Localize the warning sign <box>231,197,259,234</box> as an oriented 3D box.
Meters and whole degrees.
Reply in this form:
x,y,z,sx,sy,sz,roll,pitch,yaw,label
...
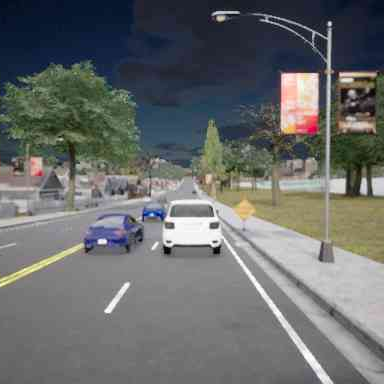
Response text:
x,y,z,sx,sy,sz,roll,pitch,yaw,label
2.887,1.271,18.319,1.300,1.860,1.060,2,2,0,warning sign

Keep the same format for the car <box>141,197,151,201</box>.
x,y,z,sx,sy,sz,roll,pitch,yaw,label
-9.752,1.730,71.781,1.812,1.442,4.674,0,1,0,car

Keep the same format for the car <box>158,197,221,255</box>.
x,y,z,sx,sy,sz,roll,pitch,yaw,label
0.001,1.336,14.037,2.150,2.045,5.566,0,0,0,car

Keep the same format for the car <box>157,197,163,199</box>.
x,y,z,sx,sy,sz,roll,pitch,yaw,label
-6.502,1.759,71.782,1.994,1.385,4.181,0,1,0,car

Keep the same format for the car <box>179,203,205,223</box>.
x,y,z,sx,sy,sz,roll,pitch,yaw,label
0.001,1.778,28.979,2.033,1.411,5.357,0,0,0,car

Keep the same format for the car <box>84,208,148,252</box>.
x,y,z,sx,sy,sz,roll,pitch,yaw,label
-3.245,1.648,14.373,1.812,1.442,4.674,0,0,0,car

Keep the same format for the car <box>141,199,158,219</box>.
x,y,z,sx,sy,sz,roll,pitch,yaw,label
-3.244,1.712,29.485,1.882,1.535,5.008,0,0,0,car
